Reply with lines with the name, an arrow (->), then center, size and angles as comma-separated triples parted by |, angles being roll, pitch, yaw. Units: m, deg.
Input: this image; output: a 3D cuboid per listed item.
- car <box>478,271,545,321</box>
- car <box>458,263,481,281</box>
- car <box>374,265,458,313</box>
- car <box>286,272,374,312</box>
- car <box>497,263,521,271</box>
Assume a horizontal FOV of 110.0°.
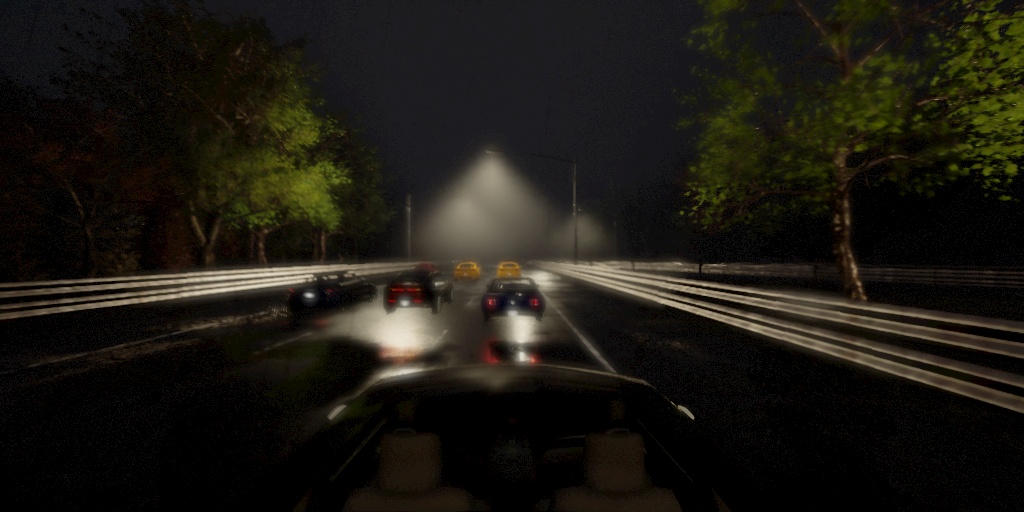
car -> 0.025, 1.378, 12.563 | 1.895, 1.301, 4.718 | 0, 0, 0
car -> -3.723, 1.313, 30.831 | 1.882, 1.535, 5.008 | 0, 0, -1
car -> -3.484, 1.286, 14.039 | 1.837, 1.490, 4.892 | 0, 0, 0
car -> -6.987, 1.347, 14.382 | 1.994, 1.385, 4.181 | 0, 0, 0
car -> -0.221, 1.312, 30.775 | 1.882, 1.535, 5.008 | 0, 0, -1
